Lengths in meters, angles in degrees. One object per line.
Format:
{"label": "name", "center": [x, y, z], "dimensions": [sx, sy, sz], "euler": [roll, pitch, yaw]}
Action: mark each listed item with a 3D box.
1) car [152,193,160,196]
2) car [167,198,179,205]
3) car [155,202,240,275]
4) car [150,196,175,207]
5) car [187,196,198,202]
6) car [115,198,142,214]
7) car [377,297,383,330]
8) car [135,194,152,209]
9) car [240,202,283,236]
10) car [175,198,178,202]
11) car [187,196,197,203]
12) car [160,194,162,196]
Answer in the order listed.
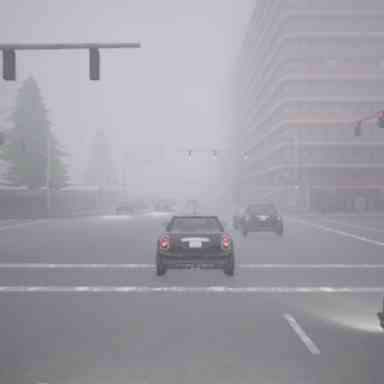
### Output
{"label": "car", "center": [-7.088, 1.335, 55.149], "dimensions": [2.150, 2.045, 5.566], "euler": [0, 0, 0]}
{"label": "car", "center": [-3.546, 1.729, 62.329], "dimensions": [1.895, 1.301, 4.718], "euler": [0, 0, 0]}
{"label": "car", "center": [0.088, 1.362, 10.644], "dimensions": [2.097, 1.767, 4.553], "euler": [0, 0, 0]}
{"label": "car", "center": [-3.627, 1.579, 42.311], "dimensions": [2.128, 1.511, 4.902], "euler": [0, 0, 0]}
{"label": "car", "center": [0.058, 1.645, 57.817], "dimensions": [1.812, 1.442, 4.674], "euler": [0, 0, 0]}
{"label": "car", "center": [-7.127, 1.677, 36.839], "dimensions": [1.895, 1.301, 4.718], "euler": [0, 0, 0]}
{"label": "car", "center": [3.573, 1.553, 2.438], "dimensions": [2.033, 1.411, 5.357], "euler": [0, 0, 2]}
{"label": "car", "center": [-7.122, 1.446, 45.735], "dimensions": [2.097, 1.767, 4.553], "euler": [0, 0, 0]}
{"label": "car", "center": [3.581, 1.369, 18.771], "dimensions": [2.097, 1.767, 4.553], "euler": [0, 0, 0]}
{"label": "car", "center": [-3.608, 1.672, 52.198], "dimensions": [1.994, 1.385, 4.181], "euler": [0, 0, 0]}
{"label": "car", "center": [-0.055, 1.680, 75.216], "dimensions": [2.128, 1.511, 4.902], "euler": [0, 0, 0]}
{"label": "car", "center": [-7.048, 1.356, 65.794], "dimensions": [2.150, 2.045, 5.566], "euler": [0, 0, 0]}
